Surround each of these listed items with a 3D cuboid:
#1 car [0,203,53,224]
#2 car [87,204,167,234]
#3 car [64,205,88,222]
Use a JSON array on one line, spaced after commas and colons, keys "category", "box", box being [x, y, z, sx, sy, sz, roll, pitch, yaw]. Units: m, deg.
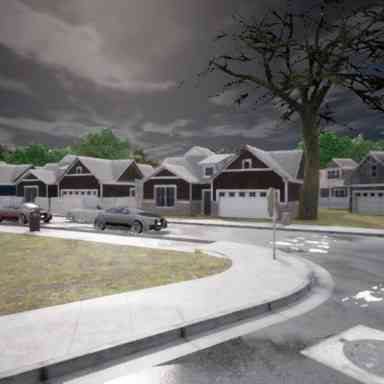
[{"category": "car", "box": [-11.722, 1.447, 23.157, 4.181, 1.385, 1.994, 0, 0, 29]}, {"category": "car", "box": [-3.461, 1.484, 18.552, 4.181, 1.385, 1.994, 0, 0, 30]}, {"category": "car", "box": [-6.965, 1.509, 23.951, 4.718, 1.301, 1.895, 0, 0, 29]}]
